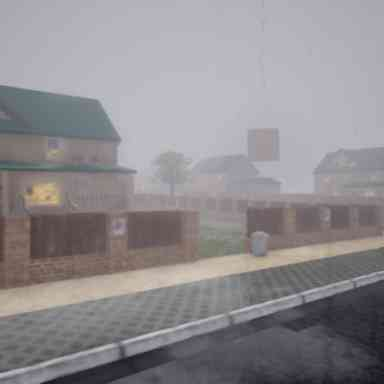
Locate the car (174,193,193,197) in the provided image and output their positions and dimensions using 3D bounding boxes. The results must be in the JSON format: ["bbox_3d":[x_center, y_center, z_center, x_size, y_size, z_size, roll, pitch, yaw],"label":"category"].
[{"bbox_3d":[-1.810,0.848,49.979,1.882,1.535,5.008,-1,2,-34],"label":"car"}]

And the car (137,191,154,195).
[{"bbox_3d":[-6.893,0.844,52.431,1.812,1.442,4.674,-1,1,-34],"label":"car"}]

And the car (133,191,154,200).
[{"bbox_3d":[-8.824,0.646,60.113,1.837,1.490,4.892,-1,2,-35],"label":"car"}]
